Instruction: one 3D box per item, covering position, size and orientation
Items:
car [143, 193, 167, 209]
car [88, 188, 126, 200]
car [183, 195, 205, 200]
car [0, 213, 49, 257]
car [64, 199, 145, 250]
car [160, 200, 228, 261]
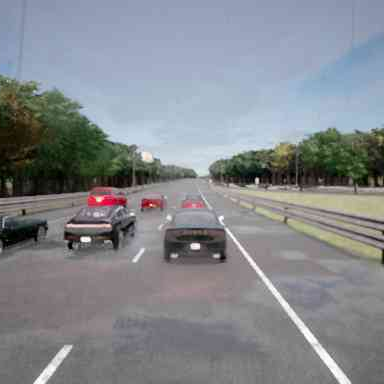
[{"bbox_3d":[-3.344,0.859,29.806,1.882,1.535,5.008,0,1,0],"label":"car"},{"bbox_3d":[-6.854,0.659,27.308,2.150,2.045,5.566,0,1,0],"label":"car"},{"bbox_3d":[0.151,0.971,28.740,1.994,1.385,4.181,0,1,0],"label":"car"},{"bbox_3d":[-6.891,1.392,11.694,1.895,1.301,4.718,0,1,0],"label":"car"},{"bbox_3d":[-3.385,1.253,13.071,2.128,1.511,4.902,0,1,0],"label":"car"},{"bbox_3d":[0.107,1.273,11.484,1.882,1.535,5.008,0,1,0],"label":"car"}]
